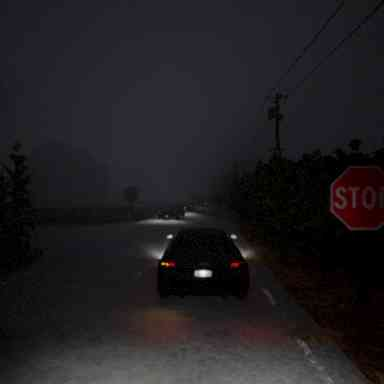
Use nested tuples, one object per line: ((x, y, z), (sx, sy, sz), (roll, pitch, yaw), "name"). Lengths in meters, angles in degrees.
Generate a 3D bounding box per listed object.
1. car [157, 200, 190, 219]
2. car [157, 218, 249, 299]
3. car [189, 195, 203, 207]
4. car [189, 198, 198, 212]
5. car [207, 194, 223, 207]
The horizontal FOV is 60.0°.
((-1.782, 1.675, 30.768), (2.033, 1.411, 5.357), (0, 0, 7), "car")
((0.257, 1.599, 8.608), (1.994, 1.385, 4.181), (0, 0, 1), "car")
((0.740, 1.458, 56.912), (2.150, 2.045, 5.566), (0, 0, 6), "car")
((-0.713, 1.774, 41.647), (1.895, 1.301, 4.718), (0, 0, 5), "car")
((4.154, 1.455, 57.236), (2.150, 2.045, 5.566), (0, -1, 5), "car")
